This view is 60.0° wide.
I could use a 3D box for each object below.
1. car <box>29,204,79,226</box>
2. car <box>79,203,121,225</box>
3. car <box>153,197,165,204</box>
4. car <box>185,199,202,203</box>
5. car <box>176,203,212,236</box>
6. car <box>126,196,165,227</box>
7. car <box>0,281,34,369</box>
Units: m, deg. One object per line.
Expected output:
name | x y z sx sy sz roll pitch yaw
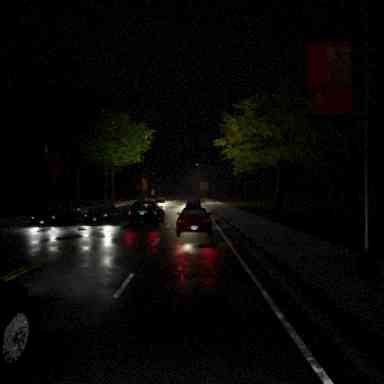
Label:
car | -9.824 1.597 24.454 2.033 1.411 5.357 0 0 0
car | -6.572 1.566 24.791 1.812 1.442 4.674 0 0 0
car | -6.373 1.689 65.257 1.895 1.301 4.718 0 0 1
car | 0.166 1.528 40.123 2.128 1.511 4.902 0 0 0
car | 0.120 1.539 18.278 1.812 1.442 4.674 0 0 0
car | -3.127 1.380 23.070 2.097 1.767 4.553 0 0 0
car | -3.183 1.502 2.846 2.128 1.511 4.902 0 0 0
